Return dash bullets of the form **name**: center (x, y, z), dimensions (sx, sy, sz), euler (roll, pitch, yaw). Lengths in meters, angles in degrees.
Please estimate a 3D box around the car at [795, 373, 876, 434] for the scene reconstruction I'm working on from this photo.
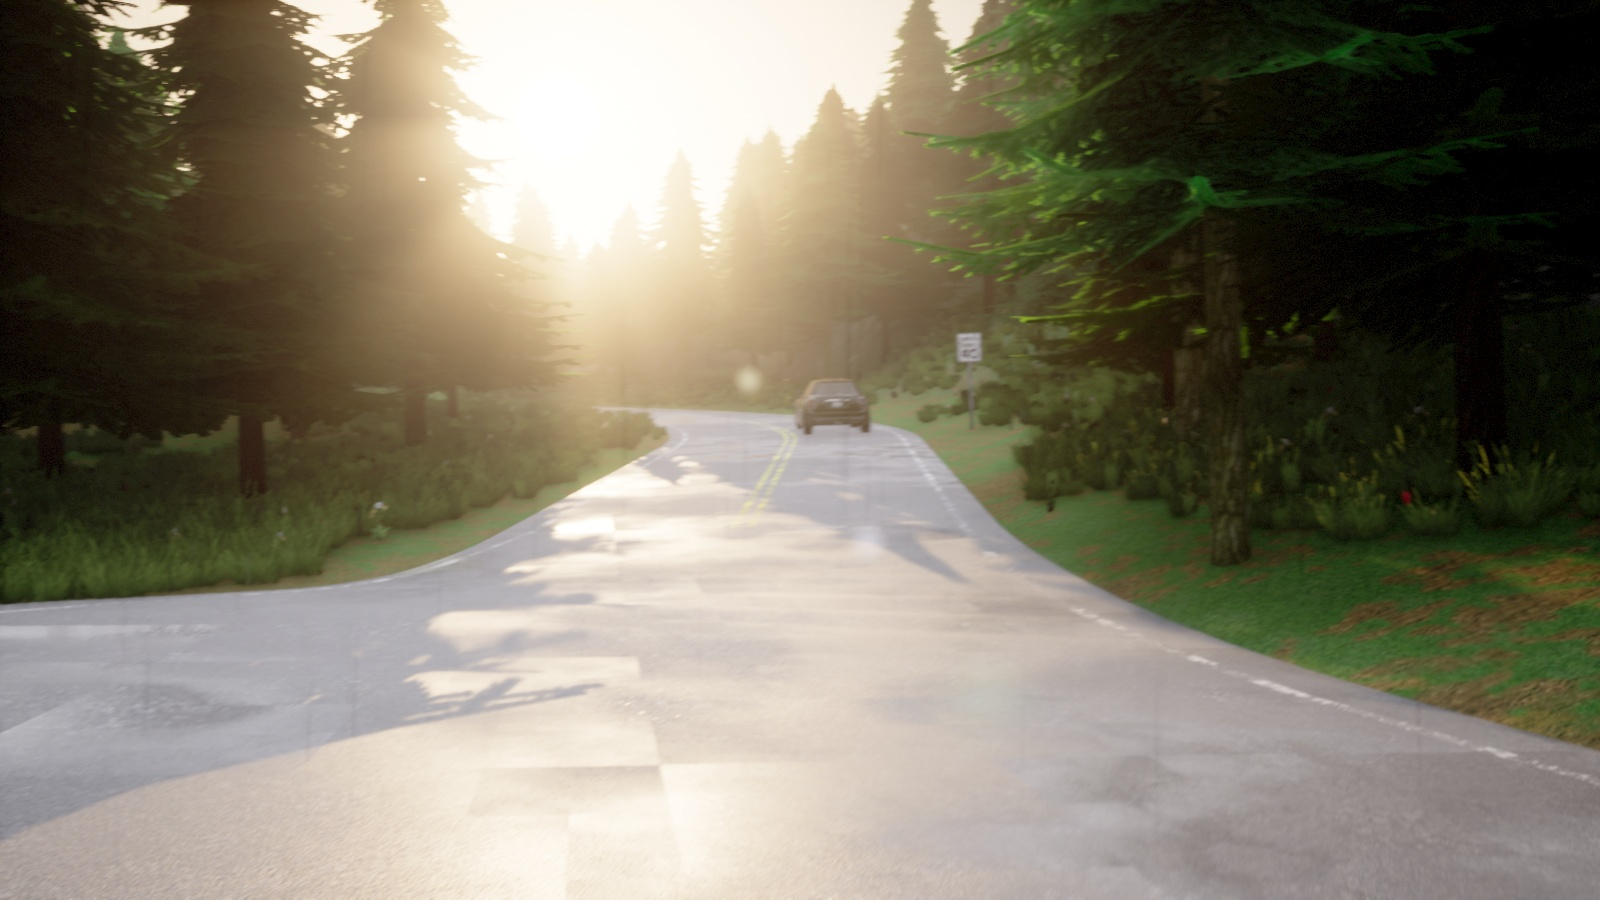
- **car**: center (1.080, -1.561, 40.700), dimensions (2.097, 1.767, 4.553), euler (-2, 4, -4)
